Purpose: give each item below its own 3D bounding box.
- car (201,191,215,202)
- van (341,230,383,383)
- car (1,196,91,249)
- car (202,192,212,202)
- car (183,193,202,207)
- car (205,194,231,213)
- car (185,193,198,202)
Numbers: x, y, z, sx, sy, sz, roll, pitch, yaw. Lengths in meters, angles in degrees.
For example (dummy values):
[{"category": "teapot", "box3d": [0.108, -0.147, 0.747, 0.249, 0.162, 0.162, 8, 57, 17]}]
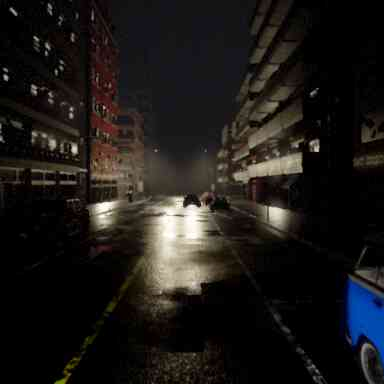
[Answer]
[{"category": "car", "box3d": [2.505, 0.740, 53.658, 1.967, 1.590, 4.097, -1, 1, 0]}, {"category": "van", "box3d": [2.668, 1.306, 2.499, 1.690, 1.788, 3.998, -1, 1, 0]}, {"category": "car", "box3d": [-5.749, 1.130, 13.844, 2.192, 1.841, 5.009, -1, 1, 0]}, {"category": "car", "box3d": [2.543, 0.990, 42.291, 1.887, 1.381, 4.507, -1, 1, 0]}, {"category": "car", "box3d": [-0.028, 0.981, 39.899, 1.837, 1.490, 4.892, 0, 1, 0]}, {"category": "car", "box3d": [2.580, 1.142, 30.922, 2.008, 1.369, 4.403, -1, 1, 0]}, {"category": "car", "box3d": [-0.076, 0.850, 54.773, 1.994, 1.385, 4.181, 0, 1, 0]}]
